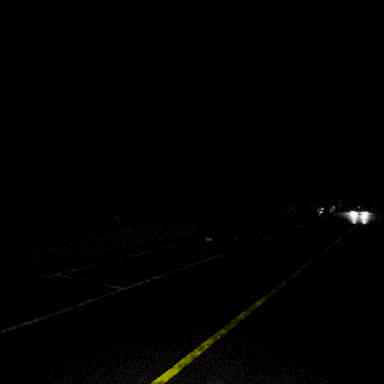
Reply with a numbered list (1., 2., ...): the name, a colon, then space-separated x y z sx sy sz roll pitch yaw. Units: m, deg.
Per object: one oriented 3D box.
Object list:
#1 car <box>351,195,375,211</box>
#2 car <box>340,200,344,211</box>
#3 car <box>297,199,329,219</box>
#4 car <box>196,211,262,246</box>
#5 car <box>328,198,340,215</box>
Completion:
1. car: 20.490 1.495 40.296 2.128 1.511 4.902 0 0 32
2. car: 16.446 1.441 38.843 1.967 1.590 4.097 0 0 32
3. car: 10.605 1.582 29.463 1.802 1.307 4.206 0 0 32
4. car: 1.844 1.566 15.392 1.947 1.339 4.313 0 0 32
5. car: 13.526 1.567 34.153 1.947 1.339 4.313 0 0 32
